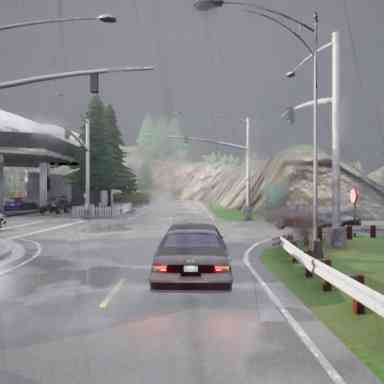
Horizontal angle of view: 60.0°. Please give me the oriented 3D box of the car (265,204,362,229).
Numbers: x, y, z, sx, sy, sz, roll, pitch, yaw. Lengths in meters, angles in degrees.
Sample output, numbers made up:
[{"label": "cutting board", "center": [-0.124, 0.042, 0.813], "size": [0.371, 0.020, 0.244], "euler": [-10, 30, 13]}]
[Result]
[{"label": "car", "center": [6.200, 1.357, 17.702], "size": [2.033, 1.411, 5.357], "euler": [0, 0, -27]}]

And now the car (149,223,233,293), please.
[{"label": "car", "center": [0.027, 1.546, 8.994], "size": [2.033, 1.411, 5.357], "euler": [0, 0, 1]}]

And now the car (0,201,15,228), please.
[{"label": "car", "center": [-12.270, 1.332, 17.519], "size": [4.674, 1.442, 1.812], "euler": [0, 0, -1]}]

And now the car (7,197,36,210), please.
[{"label": "car", "center": [-20.305, 1.474, 39.719], "size": [2.242, 1.667, 4.611], "euler": [0, 0, -1]}]

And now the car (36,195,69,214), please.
[{"label": "car", "center": [-14.591, 1.307, 35.451], "size": [1.905, 1.878, 3.866], "euler": [0, 0, -1]}]
